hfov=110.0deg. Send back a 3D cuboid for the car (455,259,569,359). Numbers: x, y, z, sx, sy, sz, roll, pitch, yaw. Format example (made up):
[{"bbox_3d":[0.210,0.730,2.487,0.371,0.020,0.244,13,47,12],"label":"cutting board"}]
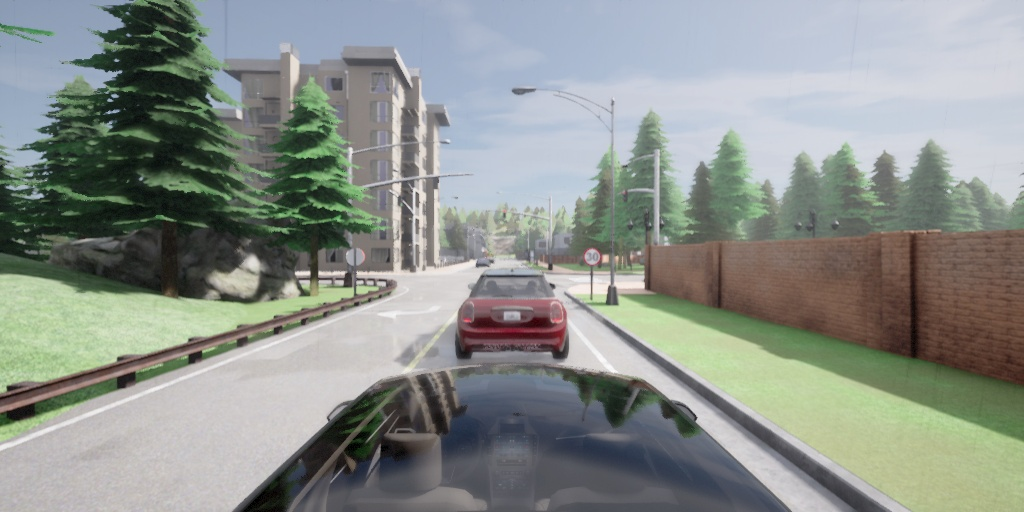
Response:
[{"bbox_3d":[0.001,1.052,8.413,2.097,1.767,4.553,0,0,0],"label":"car"}]

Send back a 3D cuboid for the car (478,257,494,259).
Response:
[{"bbox_3d":[-4.019,0.934,49.885,2.033,1.411,5.357,0,0,0],"label":"car"}]
